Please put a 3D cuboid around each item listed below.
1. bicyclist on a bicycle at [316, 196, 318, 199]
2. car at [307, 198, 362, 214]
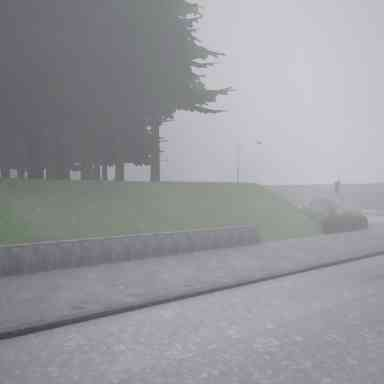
[{"bbox_3d":[14.921,1.349,39.633,1.656,1.620,0.582,0,0,-35],"label":"bicyclist on a bicycle"},{"bbox_3d":[12.245,1.352,28.904,2.097,1.767,4.553,0,0,-35],"label":"car"}]
